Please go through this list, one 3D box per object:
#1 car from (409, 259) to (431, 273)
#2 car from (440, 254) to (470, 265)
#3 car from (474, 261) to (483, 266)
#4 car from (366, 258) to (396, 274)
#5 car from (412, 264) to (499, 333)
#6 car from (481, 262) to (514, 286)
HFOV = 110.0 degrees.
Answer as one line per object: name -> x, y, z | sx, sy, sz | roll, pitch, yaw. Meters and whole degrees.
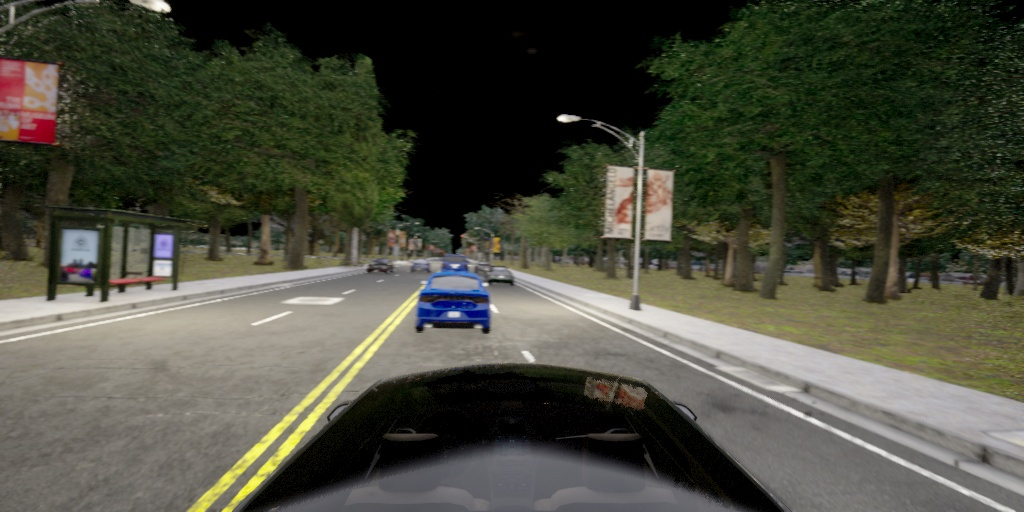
car -> -9.461, 1.029, 37.476 | 1.812, 1.442, 4.674 | 3, 0, -9
car -> -4.654, 0.903, 29.251 | 2.150, 2.045, 5.566 | 3, 0, -9
car -> -3.446, 1.302, 42.040 | 2.128, 1.511, 4.902 | 3, 0, -9
car -> -12.125, 0.905, 33.519 | 2.033, 1.411, 5.357 | 3, 0, -9
car -> -1.718, 1.195, 10.712 | 1.882, 1.535, 5.008 | 3, 0, -9
car -> -1.015, 1.401, 26.714 | 1.994, 1.385, 4.181 | 3, 0, -8
